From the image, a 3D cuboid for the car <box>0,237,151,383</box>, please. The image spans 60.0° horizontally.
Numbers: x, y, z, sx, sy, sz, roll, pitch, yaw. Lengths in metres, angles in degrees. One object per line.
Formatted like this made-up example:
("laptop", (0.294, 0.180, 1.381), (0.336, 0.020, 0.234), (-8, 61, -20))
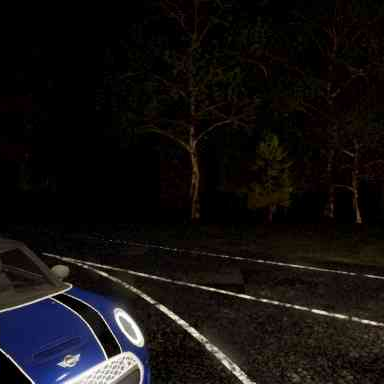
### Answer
("car", (-2.619, 1.338, 3.748), (4.553, 1.767, 2.097), (1, 0, 35))
